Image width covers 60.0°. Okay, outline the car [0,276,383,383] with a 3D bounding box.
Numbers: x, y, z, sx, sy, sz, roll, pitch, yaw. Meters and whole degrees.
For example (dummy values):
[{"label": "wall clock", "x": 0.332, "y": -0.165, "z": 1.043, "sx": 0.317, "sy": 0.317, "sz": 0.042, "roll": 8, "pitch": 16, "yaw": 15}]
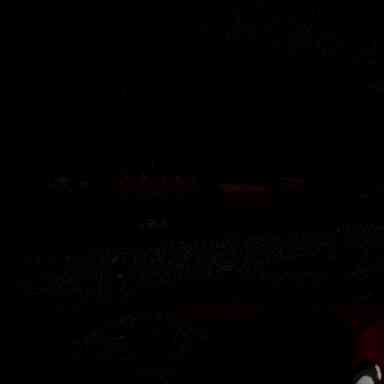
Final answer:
[{"label": "car", "x": 0.051, "y": 1.573, "z": 3.001, "sx": 4.507, "sy": 1.381, "sz": 1.887, "roll": 0, "pitch": 1, "yaw": -36}]
